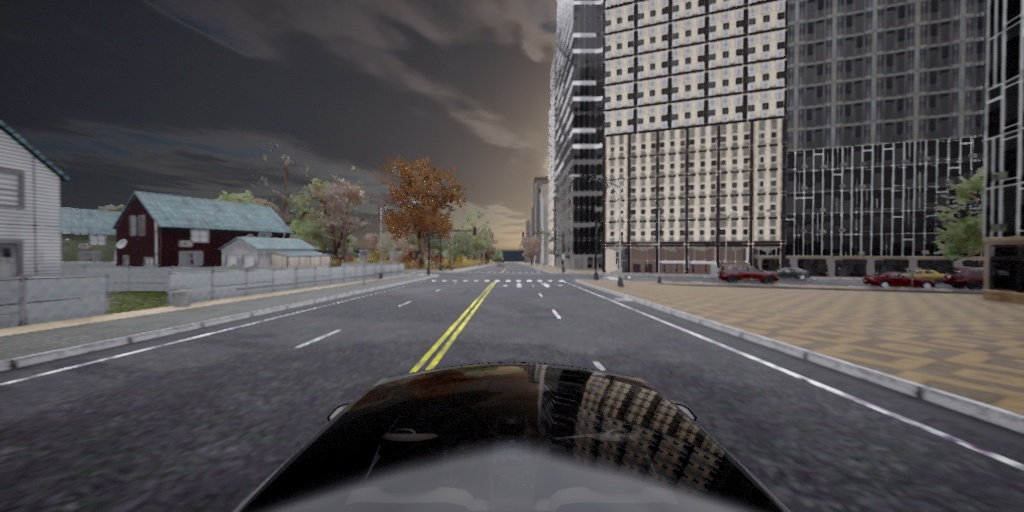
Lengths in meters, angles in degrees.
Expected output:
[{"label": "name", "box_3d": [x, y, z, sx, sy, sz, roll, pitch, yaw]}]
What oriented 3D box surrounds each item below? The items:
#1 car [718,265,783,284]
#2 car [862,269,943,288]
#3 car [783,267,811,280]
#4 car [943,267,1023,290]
[{"label": "car", "box_3d": [23.033, 1.808, 35.221, 5.009, 1.841, 2.192, 0, 0, 20]}, {"label": "car", "box_3d": [33.677, 2.080, 31.316, 4.507, 1.381, 1.888, 0, 0, 20]}, {"label": "car", "box_3d": [31.070, 1.950, 40.666, 4.403, 1.370, 2.007, 0, 0, 20]}, {"label": "car", "box_3d": [38.999, 1.871, 29.363, 5.009, 1.841, 2.192, 0, 0, 20]}]
